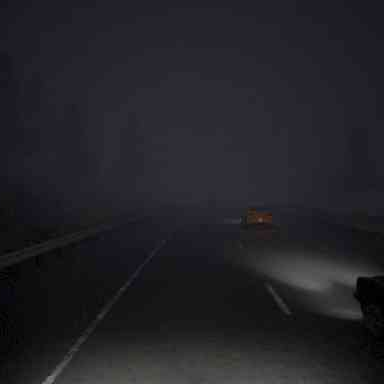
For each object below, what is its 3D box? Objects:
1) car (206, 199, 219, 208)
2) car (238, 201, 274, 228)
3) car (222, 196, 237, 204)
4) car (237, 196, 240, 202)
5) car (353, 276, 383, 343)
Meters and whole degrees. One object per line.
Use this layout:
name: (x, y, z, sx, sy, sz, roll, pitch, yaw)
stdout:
car: (3.495, 1.880, 55.543, 1.882, 1.535, 5.008, 0, 0, 10)
car: (4.561, 1.654, 23.765, 1.882, 1.535, 5.008, 0, 0, 4)
car: (7.828, 1.728, 71.776, 2.097, 1.767, 4.553, 0, 0, 13)
car: (11.302, 1.836, 86.320, 2.097, 1.767, 4.553, 0, 0, 14)
car: (3.659, 1.631, 3.562, 1.895, 1.301, 4.718, 0, 0, 1)
